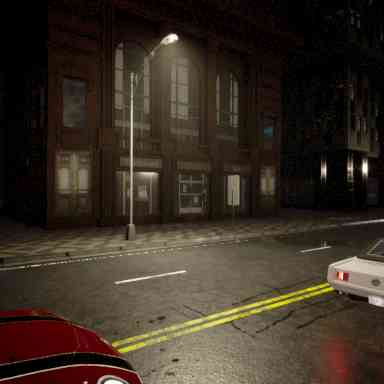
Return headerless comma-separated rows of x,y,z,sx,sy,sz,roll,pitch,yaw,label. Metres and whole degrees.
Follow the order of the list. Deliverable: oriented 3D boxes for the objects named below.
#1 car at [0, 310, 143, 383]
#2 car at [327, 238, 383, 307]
-2.424,1.352,1.710,4.553,1.767,2.097,0,0,-36,car
5.010,1.597,7.014,4.718,1.301,1.895,0,0,-35,car
